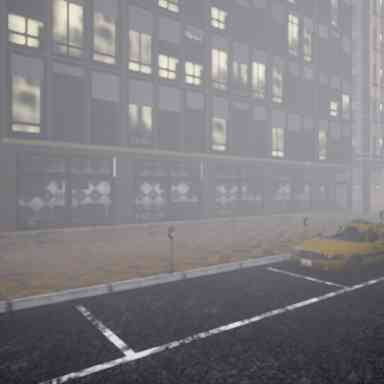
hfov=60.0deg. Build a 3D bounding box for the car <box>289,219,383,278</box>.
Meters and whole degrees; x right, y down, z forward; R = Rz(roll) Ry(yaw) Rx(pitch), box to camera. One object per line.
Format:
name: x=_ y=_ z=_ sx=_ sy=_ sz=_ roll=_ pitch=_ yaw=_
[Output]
car: x=4.954 y=1.521 z=10.092 sx=4.829 sy=1.417 sz=1.752 roll=0 pitch=0 yaw=-35
